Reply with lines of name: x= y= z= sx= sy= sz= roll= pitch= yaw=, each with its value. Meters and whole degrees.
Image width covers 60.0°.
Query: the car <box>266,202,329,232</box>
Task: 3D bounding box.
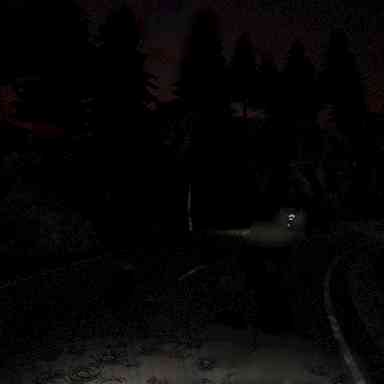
car: x=6.782 y=1.500 z=21.270 sx=4.553 sy=1.767 sz=2.097 roll=1 pitch=0 yaw=-39
